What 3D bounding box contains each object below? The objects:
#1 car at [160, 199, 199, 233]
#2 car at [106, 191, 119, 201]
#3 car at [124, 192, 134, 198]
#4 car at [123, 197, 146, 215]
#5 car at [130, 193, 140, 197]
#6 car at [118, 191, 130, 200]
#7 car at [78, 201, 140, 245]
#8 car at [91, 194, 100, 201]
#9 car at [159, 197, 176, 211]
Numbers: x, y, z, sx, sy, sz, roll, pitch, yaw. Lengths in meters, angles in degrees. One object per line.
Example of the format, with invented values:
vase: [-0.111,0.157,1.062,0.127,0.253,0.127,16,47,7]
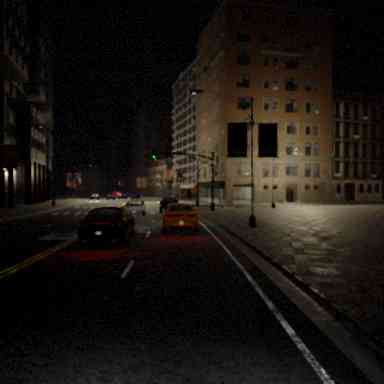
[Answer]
car: [-0.718,1.361,18.888,1.882,1.535,5.008,0,0,-5]
car: [-17.429,1.138,71.592,2.033,1.411,5.357,0,0,-16]
car: [-17.355,0.847,91.090,1.882,1.535,5.008,0,0,-20]
car: [-5.263,1.414,31.206,1.895,1.301,4.718,0,0,-7]
car: [-13.838,1.059,81.468,1.812,1.442,4.674,0,0,-20]
car: [-16.954,1.135,80.522,1.895,1.301,4.718,0,0,-20]
car: [-3.700,1.387,15.091,1.882,1.535,5.008,0,0,-4]
car: [-20.492,1.137,70.481,2.128,1.511,4.902,0,0,-16]
car: [-2.241,1.275,33.064,1.882,1.535,5.008,0,1,-7]
